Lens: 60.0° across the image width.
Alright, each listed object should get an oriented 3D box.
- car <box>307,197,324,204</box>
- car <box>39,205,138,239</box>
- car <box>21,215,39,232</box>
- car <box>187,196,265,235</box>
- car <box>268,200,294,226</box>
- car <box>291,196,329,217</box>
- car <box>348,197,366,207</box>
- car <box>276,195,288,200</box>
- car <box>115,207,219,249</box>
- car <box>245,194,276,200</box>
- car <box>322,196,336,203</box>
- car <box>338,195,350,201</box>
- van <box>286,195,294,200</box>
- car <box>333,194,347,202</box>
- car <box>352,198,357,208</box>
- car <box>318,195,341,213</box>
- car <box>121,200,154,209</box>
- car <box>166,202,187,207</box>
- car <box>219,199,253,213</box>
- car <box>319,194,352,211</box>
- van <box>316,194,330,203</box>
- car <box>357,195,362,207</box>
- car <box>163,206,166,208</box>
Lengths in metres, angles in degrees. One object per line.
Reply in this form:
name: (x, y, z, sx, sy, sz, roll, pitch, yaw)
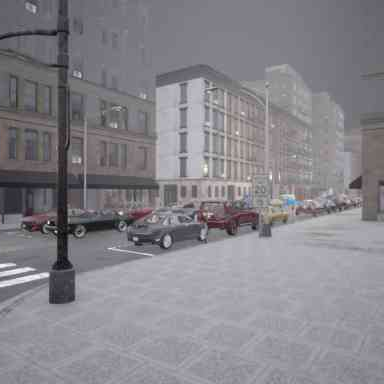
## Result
car: (23.630, 1.571, 63.461, 1.947, 1.339, 4.313, 0, 0, 35)
car: (-5.329, 1.598, 17.843, 1.895, 1.301, 4.718, 0, 0, 32)
car: (-7.474, 1.530, 19.204, 1.887, 1.381, 4.507, 0, 0, 35)
car: (2.202, 1.341, 19.014, 2.192, 1.841, 5.009, 0, 0, 35)
car: (5.410, 1.553, 23.580, 1.752, 1.417, 4.829, 0, 0, 35)
car: (11.533, 1.471, 32.292, 1.967, 1.590, 4.097, 0, 0, 35)
car: (27.085, 1.594, 54.420, 2.008, 1.369, 4.403, 0, 0, 35)
car: (11.090, 1.521, 45.619, 1.752, 1.417, 4.829, 0, 0, 35)
car: (-0.909, 1.575, 14.590, 2.008, 1.369, 4.403, 0, 0, 35)
car: (6.403, 1.226, 34.512, 2.150, 2.045, 5.566, 0, 0, 35)
car: (29.851, 1.554, 72.312, 1.887, 1.381, 4.507, 0, 0, 35)
car: (39.183, 1.556, 85.590, 1.887, 1.381, 4.507, 0, 0, 35)
van: (14.299, 1.339, 50.183, 1.690, 1.788, 3.998, 0, 0, 35)
car: (36.073, 1.326, 81.163, 2.192, 1.841, 5.009, 0, 0, 35)
car: (20.864, 1.620, 45.569, 1.802, 1.307, 4.206, 0, 0, 35)
car: (14.643, 1.473, 36.717, 1.967, 1.590, 4.097, 0, 0, 35)
car: (-4.364, 1.427, 23.629, 1.967, 1.590, 4.097, 0, 0, 35)
car: (0.430, 1.505, 26.041, 1.837, 1.490, 4.892, 0, 0, 35)
car: (4.967, 1.537, 36.907, 1.887, 1.381, 4.507, 0, 0, 35)
car: (17.755, 1.351, 41.143, 2.192, 1.841, 5.009, 0, 0, 35)
van: (26.741, 1.349, 67.886, 1.690, 1.788, 3.998, 0, 0, 35)
car: (23.975, 1.606, 49.995, 1.947, 1.339, 4.313, 0, 0, 35)
car: (-1.253, 1.539, 28.056, 2.008, 1.369, 4.403, 0, 0, 35)
